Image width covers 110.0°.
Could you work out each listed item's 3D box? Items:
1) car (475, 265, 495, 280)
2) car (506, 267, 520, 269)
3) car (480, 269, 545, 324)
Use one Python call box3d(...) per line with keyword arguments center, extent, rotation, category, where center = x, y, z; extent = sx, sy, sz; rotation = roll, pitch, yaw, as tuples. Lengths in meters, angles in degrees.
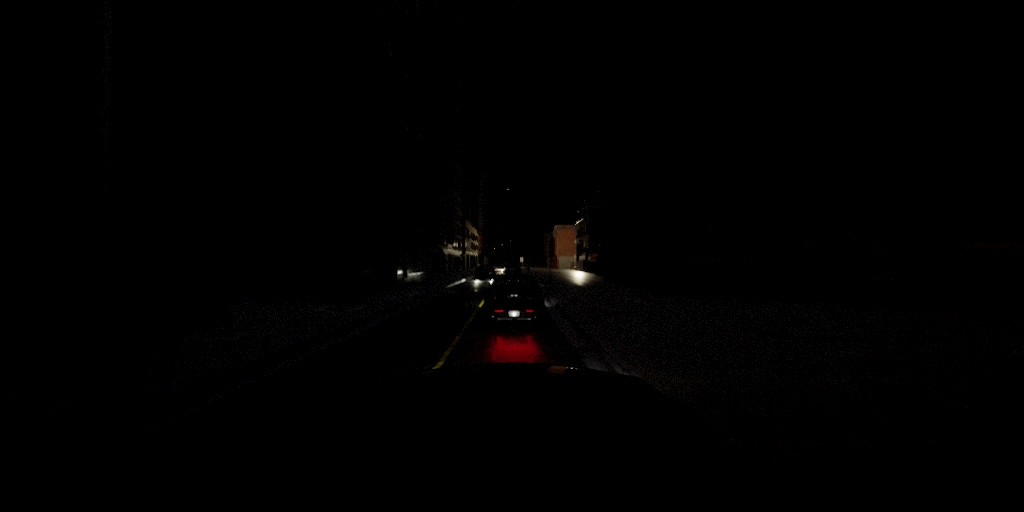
box3d(center=(-2.846, 1.694, 38.421), extent=(1.882, 1.535, 5.008), rotation=(0, -1, 0), category="car")
box3d(center=(0.094, 1.697, 33.789), extent=(2.033, 1.411, 5.357), rotation=(0, -1, 0), category="car")
box3d(center=(0.074, 1.378, 12.496), extent=(1.837, 1.490, 4.892), rotation=(0, 0, 0), category="car")
